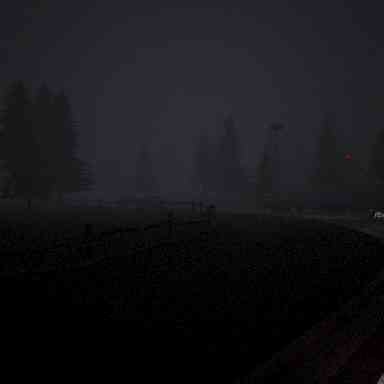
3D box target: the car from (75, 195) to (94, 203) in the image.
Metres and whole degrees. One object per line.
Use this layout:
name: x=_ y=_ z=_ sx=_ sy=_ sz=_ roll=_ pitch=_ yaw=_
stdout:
car: x=-22.608 y=1.524 z=69.206 sx=4.902 sy=1.511 sz=2.128 roll=0 pitch=0 yaw=41

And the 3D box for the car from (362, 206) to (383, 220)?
car: x=16.553 y=1.492 z=26.125 sx=4.902 sy=1.511 sz=2.128 roll=0 pitch=0 yaw=41

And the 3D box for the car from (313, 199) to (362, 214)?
car: x=15.718 y=1.477 z=36.112 sx=5.008 sy=1.535 sz=1.882 roll=0 pitch=0 yaw=41

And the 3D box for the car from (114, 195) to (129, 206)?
car: x=-10.824 y=1.351 z=54.485 sx=4.553 sy=1.767 sz=2.097 roll=0 pitch=0 yaw=41

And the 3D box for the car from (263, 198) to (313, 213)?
car: x=10.129 y=1.505 z=36.326 sx=4.892 sy=1.490 sz=1.837 roll=0 pitch=0 yaw=41

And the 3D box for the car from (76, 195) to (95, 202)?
car: x=-24.105 y=1.478 z=75.128 sx=5.008 sy=1.535 sz=1.882 roll=0 pitch=0 yaw=41

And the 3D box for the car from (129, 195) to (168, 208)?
car: x=-6.002 y=1.352 z=45.674 sx=4.553 sy=1.767 sz=2.097 roll=0 pitch=0 yaw=41

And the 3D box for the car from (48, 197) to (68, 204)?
car: x=-24.960 y=1.525 z=62.105 sx=4.674 sy=1.442 sz=1.812 roll=0 pitch=0 yaw=41

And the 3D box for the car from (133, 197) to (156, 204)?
car: x=-8.970 y=1.563 z=62.143 sx=4.181 sy=1.385 sz=1.994 roll=0 pitch=0 yaw=41

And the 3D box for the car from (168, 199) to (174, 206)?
car: x=-4.931 y=1.564 z=54.010 sx=4.181 sy=1.385 sz=1.994 roll=0 pitch=0 yaw=41

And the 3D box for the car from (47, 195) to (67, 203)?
car: x=-28.275 y=1.478 z=69.480 sx=5.008 sy=1.535 sz=1.882 roll=0 pitch=0 yaw=41

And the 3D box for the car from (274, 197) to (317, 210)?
car: x=13.306 y=1.477 z=42.835 sx=5.008 sy=1.535 sz=1.882 roll=0 pitch=0 yaw=41
